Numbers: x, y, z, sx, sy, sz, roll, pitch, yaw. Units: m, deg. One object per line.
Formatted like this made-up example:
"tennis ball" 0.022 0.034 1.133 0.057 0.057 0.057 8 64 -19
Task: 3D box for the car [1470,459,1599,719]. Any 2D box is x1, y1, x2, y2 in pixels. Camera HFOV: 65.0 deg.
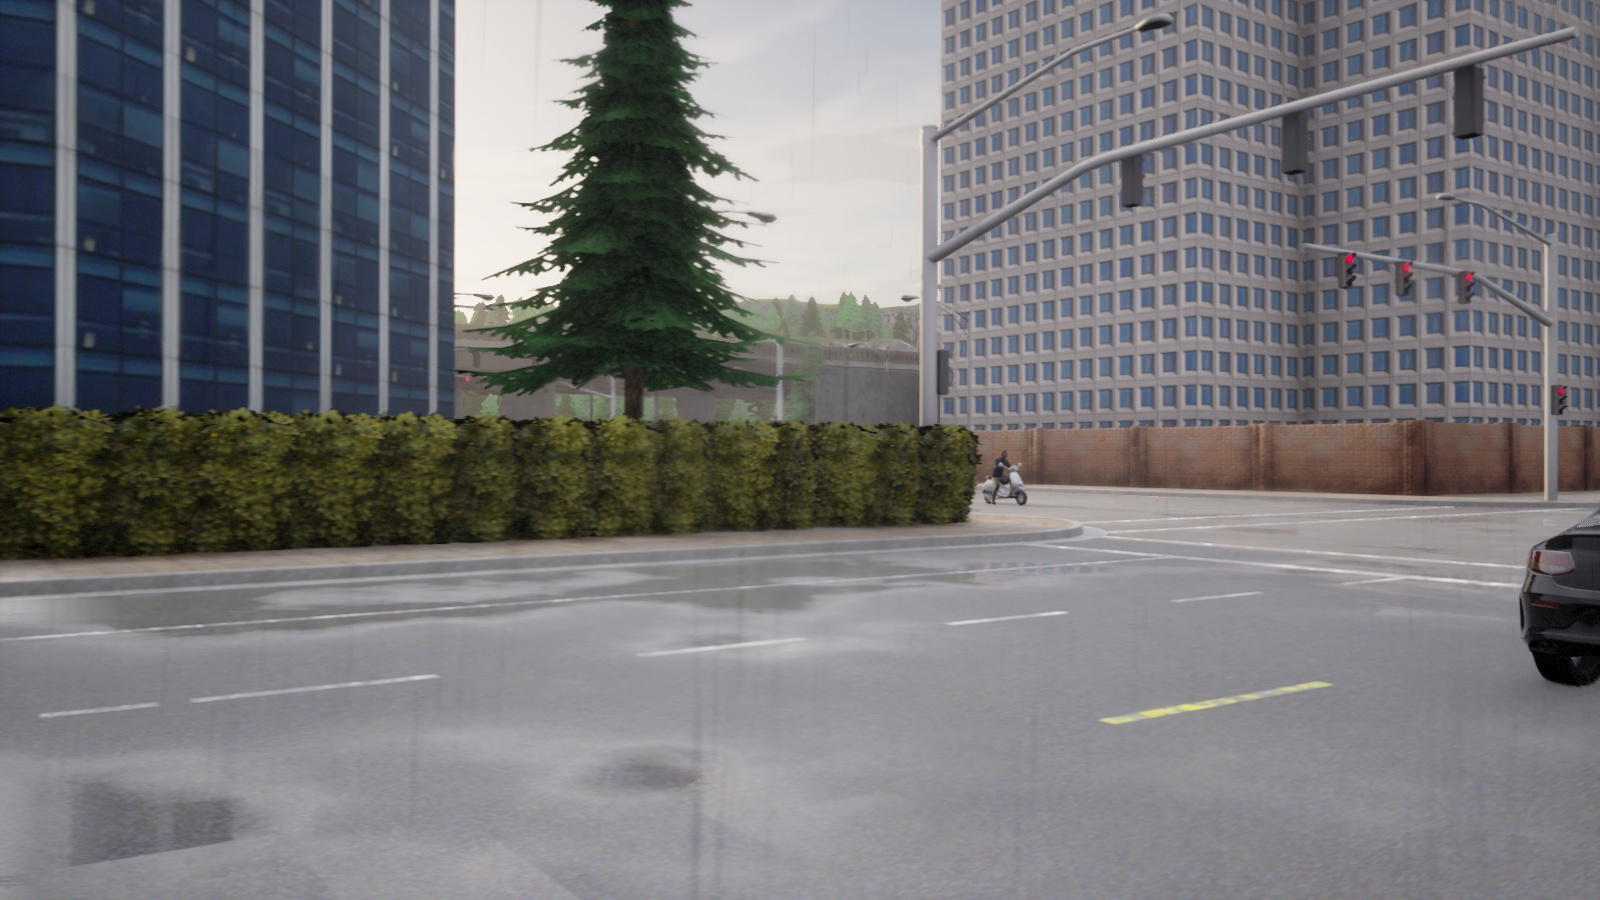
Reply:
"car" 6.484 0.777 8.173 4.674 1.442 1.812 0 0 -35

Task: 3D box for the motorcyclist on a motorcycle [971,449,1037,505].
"motorcyclist on a motorcycle" 5.920 0.775 36.520 0.866 1.590 1.817 0 0 -34
